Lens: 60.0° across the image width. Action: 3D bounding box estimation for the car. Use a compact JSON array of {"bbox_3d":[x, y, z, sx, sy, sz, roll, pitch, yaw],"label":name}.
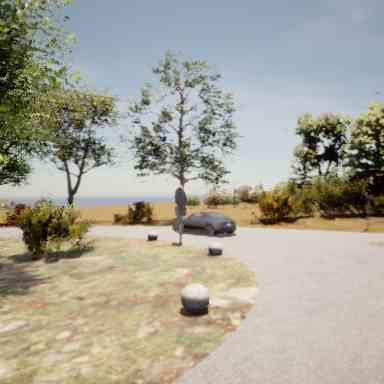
[{"bbox_3d":[0.703,1.909,20.721,4.181,1.385,1.994,-2,-2,45],"label":"car"}]
